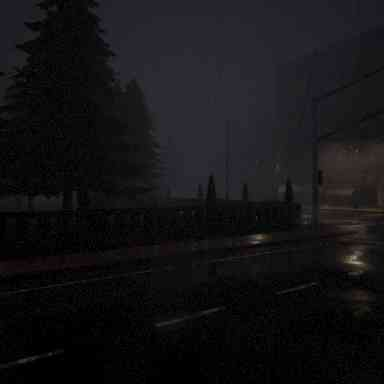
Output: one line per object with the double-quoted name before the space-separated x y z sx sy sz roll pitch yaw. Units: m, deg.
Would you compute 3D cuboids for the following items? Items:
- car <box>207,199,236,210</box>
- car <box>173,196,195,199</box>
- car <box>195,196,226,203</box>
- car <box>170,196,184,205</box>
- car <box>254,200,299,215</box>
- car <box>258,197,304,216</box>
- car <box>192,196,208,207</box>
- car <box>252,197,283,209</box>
"car" 3.669 1.545 42.247 1.895 1.301 4.718 0 0 -20
"car" -1.218 1.470 46.289 1.812 1.442 4.674 0 0 -14
"car" 2.495 1.470 36.817 1.812 1.442 4.674 0 0 -28
"car" -2.559 1.434 58.468 2.128 1.511 4.902 0 0 3
"car" 8.454 1.509 33.455 1.994 1.385 4.181 0 0 -32
"car" 7.286 1.422 28.808 1.882 1.535 5.008 0 0 -33
"car" 1.211 1.422 52.387 1.882 1.535 5.008 0 0 -6
"car" 10.140 1.470 45.244 1.812 1.442 4.674 0 0 -22
